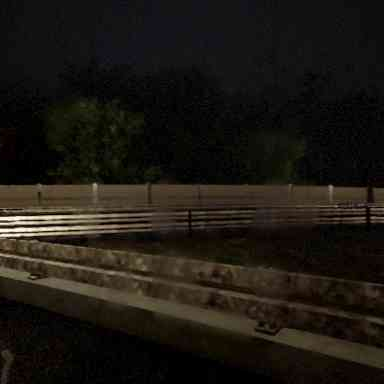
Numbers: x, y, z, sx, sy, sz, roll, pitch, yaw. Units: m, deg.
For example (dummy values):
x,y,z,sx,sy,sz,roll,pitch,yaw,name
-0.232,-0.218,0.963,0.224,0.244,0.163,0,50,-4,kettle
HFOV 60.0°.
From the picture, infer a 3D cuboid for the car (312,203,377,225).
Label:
x,y,z,sx,sy,sz,roll,pitch,yaw,name
11.227,1.536,24.588,4.902,1.511,2.128,0,0,-16,car
